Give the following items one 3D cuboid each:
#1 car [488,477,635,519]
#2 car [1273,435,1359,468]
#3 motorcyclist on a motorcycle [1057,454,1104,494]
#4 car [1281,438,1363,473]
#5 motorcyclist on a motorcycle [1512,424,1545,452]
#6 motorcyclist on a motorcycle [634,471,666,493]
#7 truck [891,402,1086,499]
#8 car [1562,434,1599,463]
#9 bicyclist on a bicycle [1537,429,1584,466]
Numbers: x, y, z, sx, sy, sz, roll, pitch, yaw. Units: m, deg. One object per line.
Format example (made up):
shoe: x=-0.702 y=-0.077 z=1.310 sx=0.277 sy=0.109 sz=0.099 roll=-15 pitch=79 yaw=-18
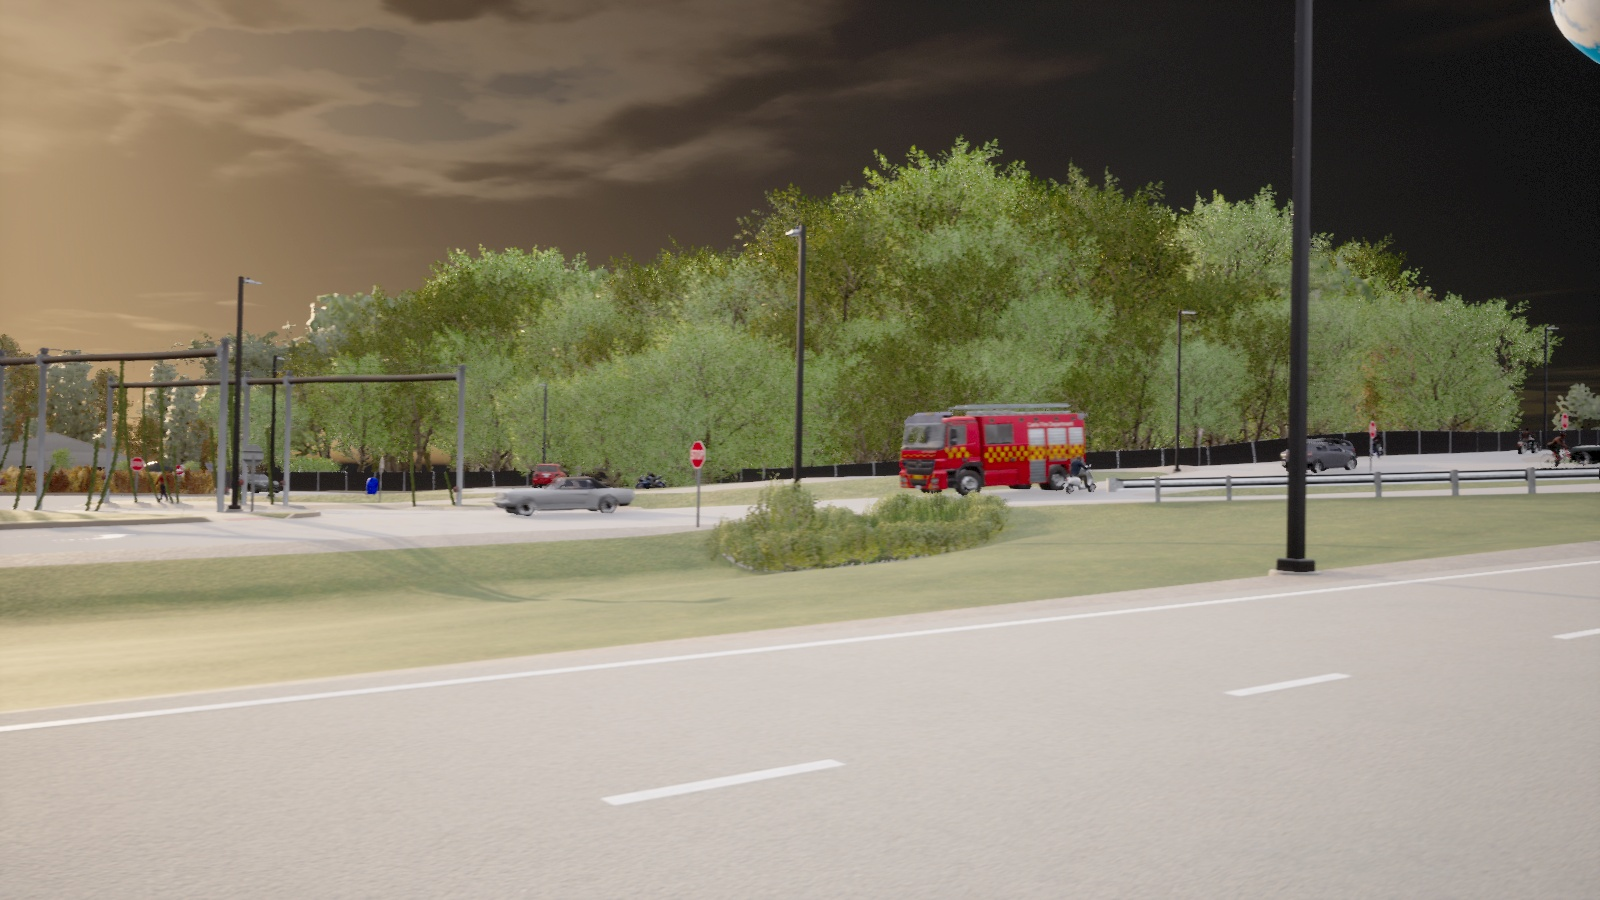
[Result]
car: x=-8.344 y=1.645 z=44.071 sx=4.718 sy=1.301 sz=1.895 roll=-1 pitch=0 yaw=-27
car: x=26.747 y=0.068 z=65.121 sx=3.705 sy=1.549 sz=1.789 roll=-3 pitch=1 yaw=-11
motorcyclist on a motorcycle: x=11.724 y=0.976 z=52.433 sx=1.817 sy=1.590 sz=0.866 roll=-2 pitch=1 yaw=-34
car: x=25.669 y=0.240 z=61.693 sx=3.633 sy=1.501 sz=1.845 roll=-3 pitch=2 yaw=-30
motorcyclist on a motorcycle: x=43.596 y=-0.728 z=75.122 sx=2.350 sy=1.649 sz=0.766 roll=-2 pitch=1 yaw=-36
motorcyclist on a motorcycle: x=-11.219 y=2.403 z=94.145 sx=2.191 sy=1.530 sz=0.866 roll=-2 pitch=-1 yaw=8
truck: x=8.233 y=-0.064 z=54.354 sx=8.468 sy=3.827 sz=2.891 roll=-2 pitch=1 yaw=-33
car: x=38.026 y=-0.111 z=57.783 sx=1.895 sy=1.301 sz=4.718 roll=-3 pitch=1 yaw=-45
bicyclist on a bicycle: x=34.363 y=-0.093 z=56.750 sx=0.582 sy=1.620 sz=1.656 roll=-3 pitch=1 yaw=-38
